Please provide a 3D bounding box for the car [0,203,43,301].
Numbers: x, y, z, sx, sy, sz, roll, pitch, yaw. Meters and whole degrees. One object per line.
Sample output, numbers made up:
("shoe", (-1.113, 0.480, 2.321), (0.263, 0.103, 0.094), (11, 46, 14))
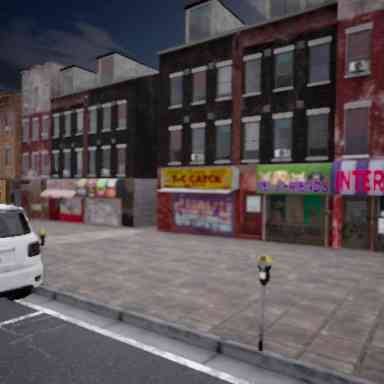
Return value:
("car", (-5.485, 1.243, 7.168), (5.566, 2.045, 2.150), (0, 0, 36))
